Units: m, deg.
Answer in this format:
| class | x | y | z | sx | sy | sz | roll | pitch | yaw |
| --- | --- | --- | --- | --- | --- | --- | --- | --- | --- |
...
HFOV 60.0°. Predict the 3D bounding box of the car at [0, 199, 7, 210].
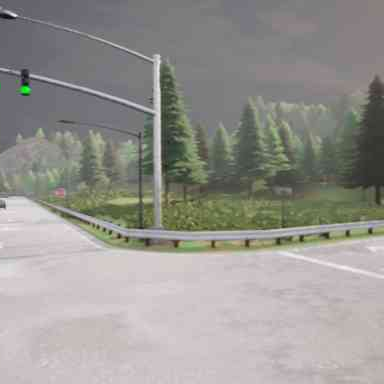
| class | x | y | z | sx | sy | sz | roll | pitch | yaw |
| --- | --- | --- | --- | --- | --- | --- | --- | --- | --- |
| car | -26.135 | 1.614 | 44.923 | 1.994 | 1.385 | 4.181 | -1 | 0 | -28 |
